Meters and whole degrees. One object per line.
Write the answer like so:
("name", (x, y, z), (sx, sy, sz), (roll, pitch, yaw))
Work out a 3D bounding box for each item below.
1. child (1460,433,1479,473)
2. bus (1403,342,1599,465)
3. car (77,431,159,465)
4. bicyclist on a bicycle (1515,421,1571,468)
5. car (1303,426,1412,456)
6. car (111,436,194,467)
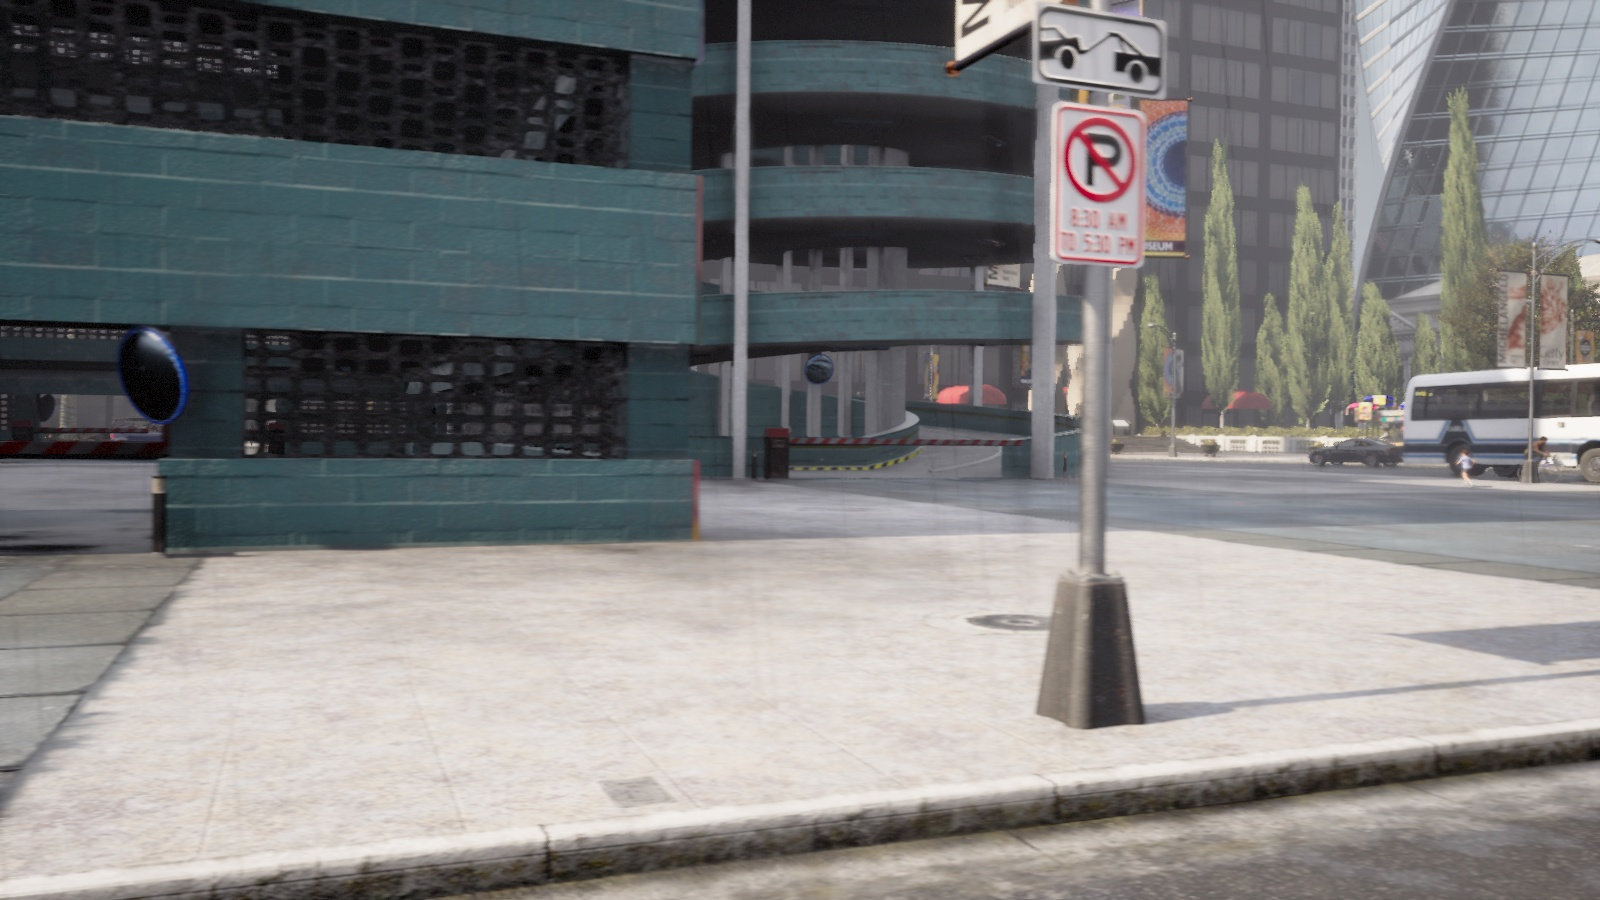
("child", (18.741, 0.082, 35.170), (0.255, 1.110, 0.394), (-1, 1, -23))
("bus", (28.354, -1.622, 47.286), (3.944, 4.253, 10.273), (-1, 0, -20))
("car", (-38.819, -0.146, 71.604), (3.866, 1.878, 1.905), (-1, 1, -21))
("bicyclist on a bicycle", (25.925, -0.214, 43.858), (0.582, 1.620, 1.656), (-1, 2, -21))
("car", (27.883, -0.465, 62.920), (1.812, 1.442, 4.674), (-1, 1, -36))
("car", (-33.959, 0.076, 65.973), (3.705, 1.549, 1.789), (-1, 1, -22))
